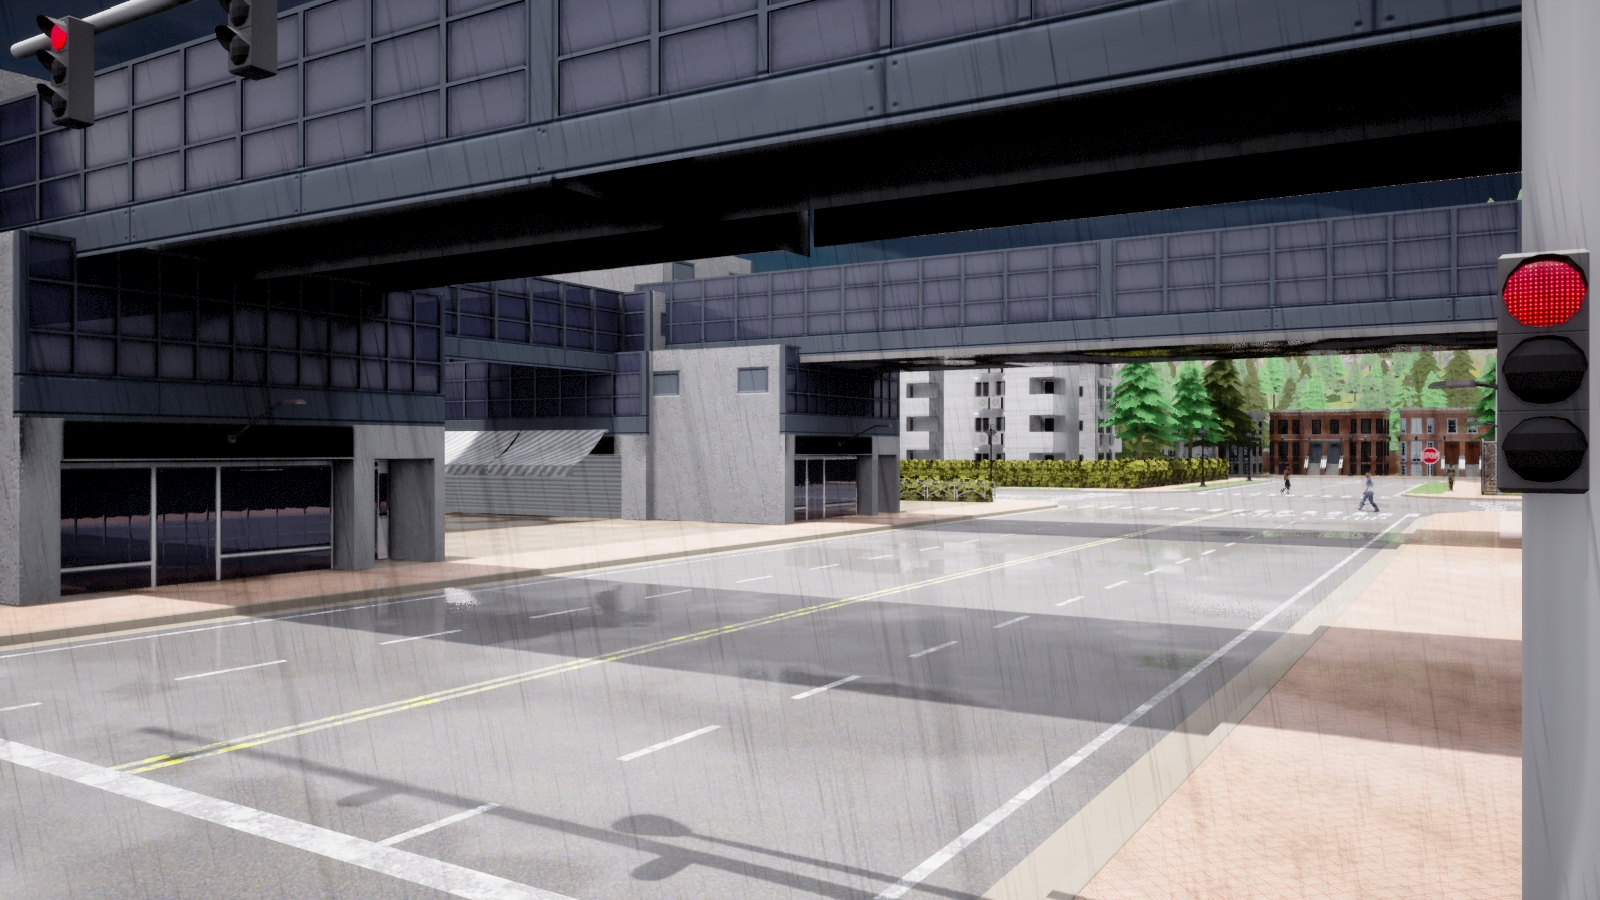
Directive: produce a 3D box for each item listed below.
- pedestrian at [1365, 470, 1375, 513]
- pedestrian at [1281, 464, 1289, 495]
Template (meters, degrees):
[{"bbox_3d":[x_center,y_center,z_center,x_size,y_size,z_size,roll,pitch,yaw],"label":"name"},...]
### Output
[{"bbox_3d":[25.430,1.848,51.010,0.375,1.860,0.375,0,0,31],"label":"pedestrian"},{"bbox_3d":[30.256,1.837,71.257,0.375,1.860,0.375,0,0,31],"label":"pedestrian"}]
